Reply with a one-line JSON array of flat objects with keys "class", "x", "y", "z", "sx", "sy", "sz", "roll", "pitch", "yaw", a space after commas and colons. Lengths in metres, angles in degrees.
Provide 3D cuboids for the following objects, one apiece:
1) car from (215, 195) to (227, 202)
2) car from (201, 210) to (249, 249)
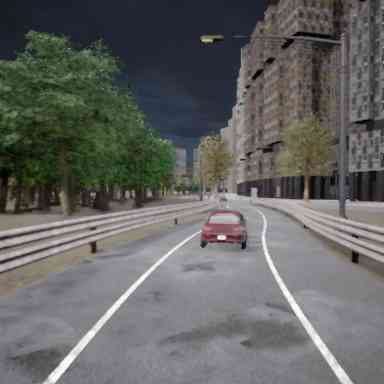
[{"class": "car", "x": 6.684, "y": 1.487, "z": 76.357, "sx": 2.033, "sy": 1.411, "sz": 5.357, "roll": 0, "pitch": 0, "yaw": -7}, {"class": "car", "x": 1.518, "y": 1.533, "z": 14.669, "sx": 1.812, "sy": 1.442, "sz": 4.674, "roll": 0, "pitch": 0, "yaw": 10}]
